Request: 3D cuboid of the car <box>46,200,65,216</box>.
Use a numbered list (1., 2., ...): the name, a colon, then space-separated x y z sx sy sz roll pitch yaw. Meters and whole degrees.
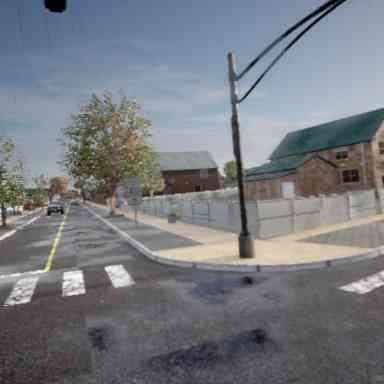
1. car: -19.504 2.201 47.701 2.150 2.045 5.566 -4 1 -20
